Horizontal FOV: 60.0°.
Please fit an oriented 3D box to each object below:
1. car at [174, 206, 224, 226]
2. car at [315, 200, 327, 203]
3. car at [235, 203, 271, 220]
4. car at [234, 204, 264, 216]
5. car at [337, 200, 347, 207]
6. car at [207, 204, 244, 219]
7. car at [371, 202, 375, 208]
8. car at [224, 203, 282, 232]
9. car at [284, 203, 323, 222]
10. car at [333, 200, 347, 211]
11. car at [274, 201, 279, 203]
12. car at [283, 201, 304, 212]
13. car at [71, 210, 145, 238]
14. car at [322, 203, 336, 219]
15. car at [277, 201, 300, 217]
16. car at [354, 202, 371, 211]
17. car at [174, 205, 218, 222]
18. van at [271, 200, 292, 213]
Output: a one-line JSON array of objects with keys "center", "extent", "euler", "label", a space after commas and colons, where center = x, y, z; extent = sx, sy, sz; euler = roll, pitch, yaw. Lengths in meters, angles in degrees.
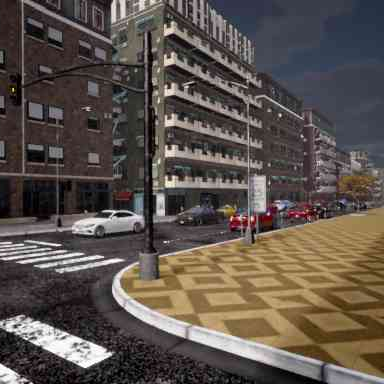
[{"center": [0.787, 1.950, 27.395], "extent": [2.033, 1.411, 5.357], "euler": [-1, -1, 35], "label": "car"}, {"center": [26.434, 2.501, 68.636], "extent": [2.192, 1.841, 5.009], "euler": [-2, -2, 35], "label": "car"}, {"center": [6.574, 2.038, 35.672], "extent": [1.882, 1.535, 5.008], "euler": [-1, -1, 35], "label": "car"}, {"center": [7.034, 2.222, 40.835], "extent": [1.947, 1.339, 4.313], "euler": [-2, -2, 35], "label": "car"}, {"center": [39.273, 2.882, 87.103], "extent": [1.690, 1.788, 3.998], "euler": [-2, -2, 35], "label": "car"}, {"center": [3.703, 2.090, 36.064], "extent": [1.752, 1.417, 4.829], "euler": [-2, -2, 35], "label": "car"}, {"center": [36.490, 2.745, 68.506], "extent": [2.008, 1.369, 4.403], "euler": [-2, -2, 35], "label": "car"}, {"center": [4.150, 1.751, 22.187], "extent": [1.967, 1.590, 4.097], "euler": [-2, -2, 35], "label": "car"}, {"center": [10.619, 2.032, 31.449], "extent": [1.887, 1.381, 4.507], "euler": [-2, -2, 35], "label": "car"}, {"center": [24.722, 2.455, 56.094], "extent": [1.837, 1.490, 4.892], "euler": [-1, -2, 35], "label": "car"}, {"center": [10.267, 2.289, 45.468], "extent": [1.887, 1.381, 4.507], "euler": [-2, -2, 35], "label": "car"}, {"center": [16.734, 2.361, 54.735], "extent": [1.967, 1.590, 4.097], "euler": [-2, -2, 35], "label": "car"}, {"center": [-4.739, 1.778, 19.467], "extent": [1.812, 1.442, 4.674], "euler": [-1, -1, 34], "label": "car"}, {"center": [13.854, 2.141, 36.080], "extent": [1.947, 1.339, 4.313], "euler": [-2, -2, 35], "label": "car"}, {"center": [11.698, 2.090, 37.441], "extent": [2.128, 1.511, 4.902], "euler": [-1, -1, 35], "label": "car"}, {"center": [30.022, 2.583, 59.241], "extent": [1.947, 1.339, 4.313], "euler": [-2, -2, 35], "label": "car"}, {"center": [0.469, 2.002, 31.432], "extent": [1.752, 1.417, 4.829], "euler": [-2, -2, 35], "label": "car"}, {"center": [13.499, 2.174, 50.106], "extent": [1.690, 1.788, 3.998], "euler": [-2, -2, 35], "label": "van"}]
